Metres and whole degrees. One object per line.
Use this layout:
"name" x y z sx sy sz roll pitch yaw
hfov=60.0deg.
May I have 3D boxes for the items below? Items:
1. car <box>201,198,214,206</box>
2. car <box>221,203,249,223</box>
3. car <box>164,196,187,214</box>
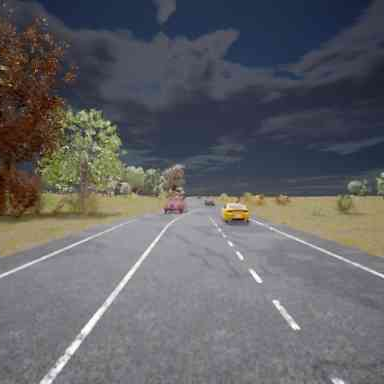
"car" 3.497 2.031 67.417 2.033 1.411 5.357 0 0 0
"car" 3.500 1.676 27.635 1.882 1.535 5.008 0 0 0
"car" -1.929 1.528 40.546 2.150 2.045 5.566 0 0 7
